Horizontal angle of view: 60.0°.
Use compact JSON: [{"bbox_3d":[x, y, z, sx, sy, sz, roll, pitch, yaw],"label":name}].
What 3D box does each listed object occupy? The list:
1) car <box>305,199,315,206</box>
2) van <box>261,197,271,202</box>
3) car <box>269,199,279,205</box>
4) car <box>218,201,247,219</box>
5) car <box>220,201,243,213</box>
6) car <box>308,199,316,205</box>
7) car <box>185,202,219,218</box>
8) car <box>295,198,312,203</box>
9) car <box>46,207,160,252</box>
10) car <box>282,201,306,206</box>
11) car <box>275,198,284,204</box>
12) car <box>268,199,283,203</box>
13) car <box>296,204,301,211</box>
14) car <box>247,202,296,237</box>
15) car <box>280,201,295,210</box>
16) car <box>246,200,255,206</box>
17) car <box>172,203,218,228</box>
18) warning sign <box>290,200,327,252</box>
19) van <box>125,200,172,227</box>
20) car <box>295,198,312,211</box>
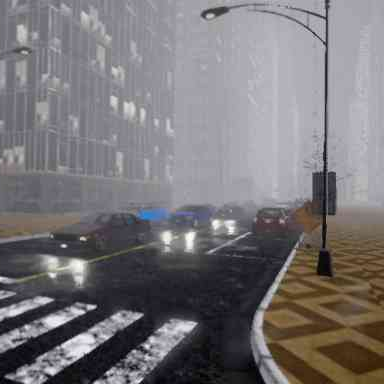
[{"bbox_3d":[27.753,2.455,77.854,2.008,1.369,4.403,1,0,22],"label":"car"},{"bbox_3d":[15.779,2.029,70.390,1.690,1.788,3.998,1,0,22],"label":"van"},{"bbox_3d":[19.972,2.385,80.965,1.947,1.339,4.313,1,0,22],"label":"car"},{"bbox_3d":[3.748,1.865,33.057,1.895,1.301,4.718,1,0,22],"label":"car"},{"bbox_3d":[5.281,1.926,43.952,1.947,1.339,4.313,1,0,22],"label":"car"},{"bbox_3d":[31.950,2.588,88.428,2.008,1.369,4.403,1,0,22],"label":"car"},{"bbox_3d":[1.077,1.774,33.382,1.887,1.381,4.507,1,0,22],"label":"car"},{"bbox_3d":[15.167,1.826,46.130,2.192,1.841,5.009,1,0,22],"label":"car"},{"bbox_3d":[-3.646,1.581,14.452,2.033,1.411,5.357,1,0,22],"label":"car"},{"bbox_3d":[10.964,1.962,35.555,1.802,1.307,4.206,1,0,22],"label":"car"},{"bbox_3d":[24.169,2.502,91.540,2.008,1.369,4.403,1,0,22],"label":"car"},{"bbox_3d":[11.783,1.980,44.657,1.812,1.442,4.674,1,0,22],"label":"car"},{"bbox_3d":[6.829,1.816,24.957,1.947,1.339,4.313,1,0,22],"label":"car"},{"bbox_3d":[4.786,1.626,19.650,1.967,1.590,4.097,1,0,22],"label":"car"},{"bbox_3d":[15.541,2.135,54.129,1.994,1.385,4.181,1,0,22],"label":"car"},{"bbox_3d":[9.479,2.057,54.527,1.947,1.339,4.313,1,0,22],"label":"car"},{"bbox_3d":[-0.006,1.625,23.622,1.882,1.535,5.008,1,0,22],"label":"car"},{"bbox_3d":[4.485,1.249,12.812,1.300,1.860,1.060,0,-1,22],"label":"warning sign"},{"bbox_3d":[-3.220,1.439,22.851,1.690,1.788,3.998,1,0,22],"label":"van"},{"bbox_3d":[17.266,1.891,51.417,2.192,1.841,5.009,1,0,22],"label":"car"}]
